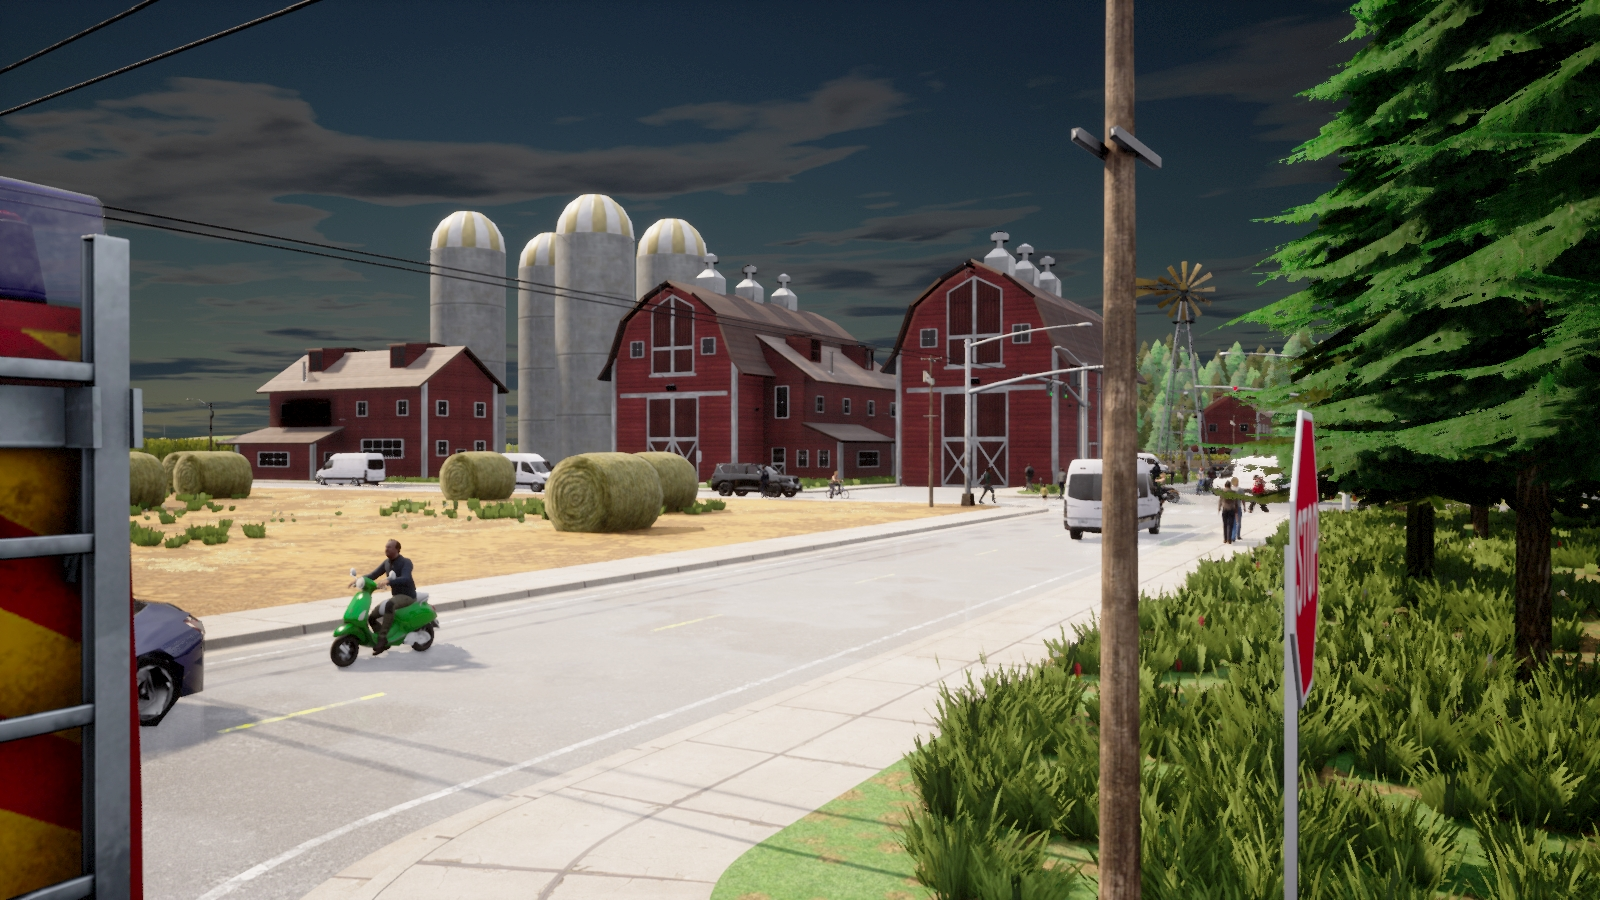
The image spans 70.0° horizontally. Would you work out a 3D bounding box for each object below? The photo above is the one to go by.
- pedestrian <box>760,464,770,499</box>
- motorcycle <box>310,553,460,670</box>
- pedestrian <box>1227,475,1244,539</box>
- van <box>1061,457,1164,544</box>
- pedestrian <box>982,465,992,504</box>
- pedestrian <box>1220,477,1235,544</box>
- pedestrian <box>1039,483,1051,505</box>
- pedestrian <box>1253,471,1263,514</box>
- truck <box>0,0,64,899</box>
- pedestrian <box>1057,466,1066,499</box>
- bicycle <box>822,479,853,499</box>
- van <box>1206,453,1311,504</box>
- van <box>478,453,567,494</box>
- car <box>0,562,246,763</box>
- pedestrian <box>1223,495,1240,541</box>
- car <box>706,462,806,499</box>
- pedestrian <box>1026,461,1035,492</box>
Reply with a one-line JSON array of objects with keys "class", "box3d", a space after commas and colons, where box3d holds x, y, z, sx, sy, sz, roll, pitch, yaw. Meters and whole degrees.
[{"class": "pedestrian", "box3d": [-1.861, 1.669, 61.319, 0.375, 1.860, 0.375, 0, 0, 42]}, {"class": "motorcycle", "box3d": [-5.602, 2.141, 15.530, 0.856, 1.316, 1.805, 0, 0, 29]}, {"class": "pedestrian", "box3d": [12.949, 1.693, 33.952, 0.375, 1.860, 0.375, 0, 0, 40]}, {"class": "van", "box3d": [10.301, 1.533, 37.308, 1.988, 2.561, 5.915, 0, 0, 28]}, {"class": "pedestrian", "box3d": [9.112, 1.668, 55.559, 0.375, 1.860, 0.375, 0, 0, 28]}, {"class": "pedestrian", "box3d": [12.089, 1.694, 32.299, 0.375, 1.860, 0.375, 0, 0, 17]}, {"class": "pedestrian", "box3d": [12.351, 2.204, 57.651, 0.500, 1.100, 0.500, 0, 0, 26]}, {"class": "pedestrian", "box3d": [19.948, 1.847, 49.787, 0.375, 1.860, 0.375, 0, 0, 29]}, {"class": "truck", "box3d": [-6.237, 0.863, 3.412, 8.468, 3.827, 2.891, 0, 0, 27]}, {"class": "pedestrian", "box3d": [14.647, 1.820, 63.900, 0.375, 1.860, 0.375, 0, 0, 33]}, {"class": "bicycle", "box3d": [2.126, 2.218, 64.764, 1.487, 1.080, 0.859, 0, 0, 28]}, {"class": "van", "box3d": [25.334, 1.523, 63.374, 1.988, 2.561, 5.915, -3, 1, -18]}, {"class": "van", "box3d": [-18.348, 1.491, 75.457, 5.915, 2.561, 1.988, 0, 1, 28]}, {"class": "car", "box3d": [-8.086, 2.059, 10.793, 2.163, 1.488, 4.792, 0, 0, 27]}, {"class": "pedestrian", "box3d": [12.608, 1.975, 33.378, 0.375, 1.300, 0.375, 0, 0, 42]}, {"class": "car", "box3d": [-2.589, 1.750, 67.227, 5.566, 2.045, 2.150, 0, 0, 28]}, {"class": "pedestrian", "box3d": [14.025, 1.599, 69.561, 0.375, 1.860, 0.375, 0, 0, -26]}]
